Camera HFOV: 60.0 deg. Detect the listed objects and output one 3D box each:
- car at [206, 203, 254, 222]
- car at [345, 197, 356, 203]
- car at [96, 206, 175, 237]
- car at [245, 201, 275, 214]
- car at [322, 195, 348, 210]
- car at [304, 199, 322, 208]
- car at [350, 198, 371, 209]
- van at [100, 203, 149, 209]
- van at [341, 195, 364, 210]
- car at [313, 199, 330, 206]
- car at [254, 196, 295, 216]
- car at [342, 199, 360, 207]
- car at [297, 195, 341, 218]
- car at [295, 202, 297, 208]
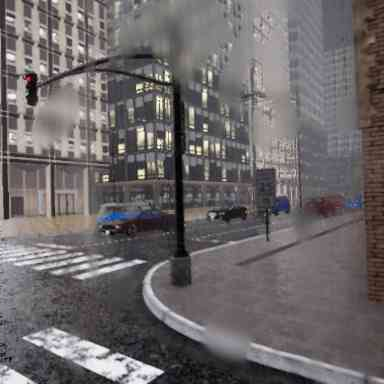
[{"bbox_3d":[3.056,1.745,28.601,2.128,1.511,4.902,-2,-1,36],"label":"car"},{"bbox_3d":[40.754,2.070,85.596,1.802,1.307,4.206,-2,-2,36],"label":"car"},{"bbox_3d":[-3.031,1.782,20.117,2.033,1.411,5.357,-2,-1,36],"label":"car"},{"bbox_3d":[8.299,1.885,40.354,1.752,1.417,4.829,-2,-1,36],"label":"car"},{"bbox_3d":[20.520,1.422,47.477,2.150,2.045,5.566,-2,-2,36],"label":"car"},{"bbox_3d":[21.240,1.932,58.396,1.752,1.417,4.829,-2,-2,36],"label":"car"},{"bbox_3d":[24.912,1.680,49.142,2.008,1.369,4.403,-2,-2,36],"label":"car"},{"bbox_3d":[-4.548,1.659,22.454,1.690,1.788,3.998,-2,-1,36],"label":"van"},{"bbox_3d":[21.671,1.458,44.637,1.690,1.788,3.998,-2,-2,36],"label":"van"},{"bbox_3d":[24.576,1.971,63.045,2.008,1.369,4.403,-2,-2,36],"label":"car"},{"bbox_3d":[9.150,1.495,37.093,2.150,2.045,5.566,-2,-1,36],"label":"car"},{"bbox_3d":[27.090,1.828,56.609,1.895,1.301,4.718,-2,-1,36],"label":"car"},{"bbox_3d":[11.965,1.399,31.106,2.192,1.841,5.009,-2,-2,36],"label":"car"},{"bbox_3d":[18.102,1.835,54.026,1.967,1.590,4.097,-2,-2,36],"label":"car"}]
